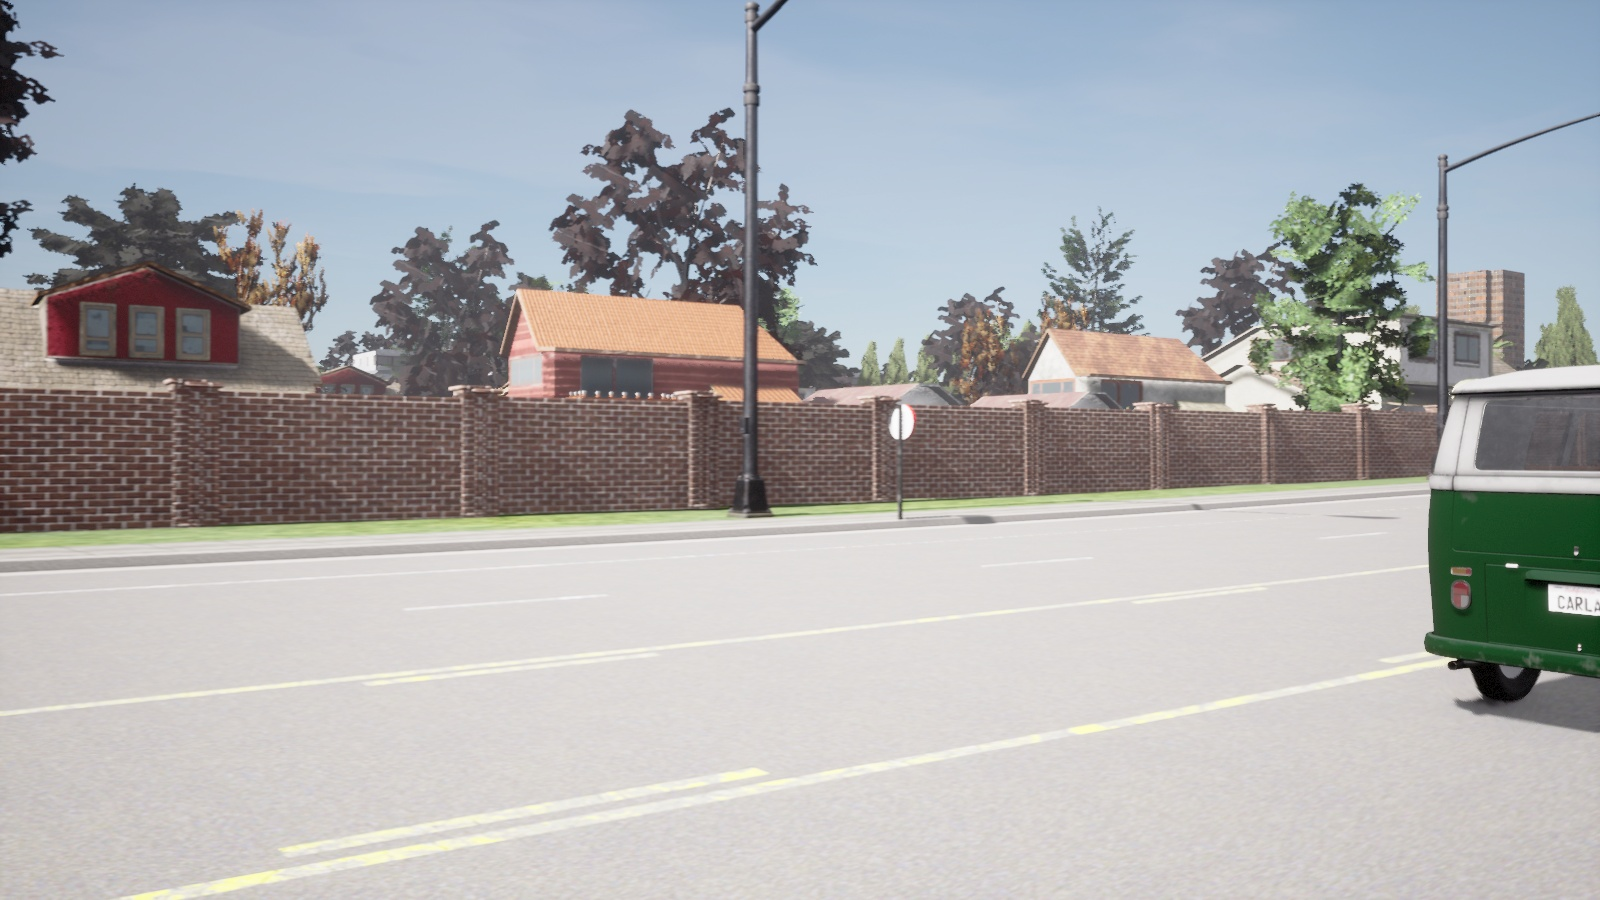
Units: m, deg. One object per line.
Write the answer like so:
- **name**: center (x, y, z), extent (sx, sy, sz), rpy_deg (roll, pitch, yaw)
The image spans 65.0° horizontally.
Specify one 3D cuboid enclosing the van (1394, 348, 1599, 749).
- **van**: center (5.685, 0.474, 7.616), extent (4.442, 1.987, 1.775), rpy_deg (0, 0, -35)
